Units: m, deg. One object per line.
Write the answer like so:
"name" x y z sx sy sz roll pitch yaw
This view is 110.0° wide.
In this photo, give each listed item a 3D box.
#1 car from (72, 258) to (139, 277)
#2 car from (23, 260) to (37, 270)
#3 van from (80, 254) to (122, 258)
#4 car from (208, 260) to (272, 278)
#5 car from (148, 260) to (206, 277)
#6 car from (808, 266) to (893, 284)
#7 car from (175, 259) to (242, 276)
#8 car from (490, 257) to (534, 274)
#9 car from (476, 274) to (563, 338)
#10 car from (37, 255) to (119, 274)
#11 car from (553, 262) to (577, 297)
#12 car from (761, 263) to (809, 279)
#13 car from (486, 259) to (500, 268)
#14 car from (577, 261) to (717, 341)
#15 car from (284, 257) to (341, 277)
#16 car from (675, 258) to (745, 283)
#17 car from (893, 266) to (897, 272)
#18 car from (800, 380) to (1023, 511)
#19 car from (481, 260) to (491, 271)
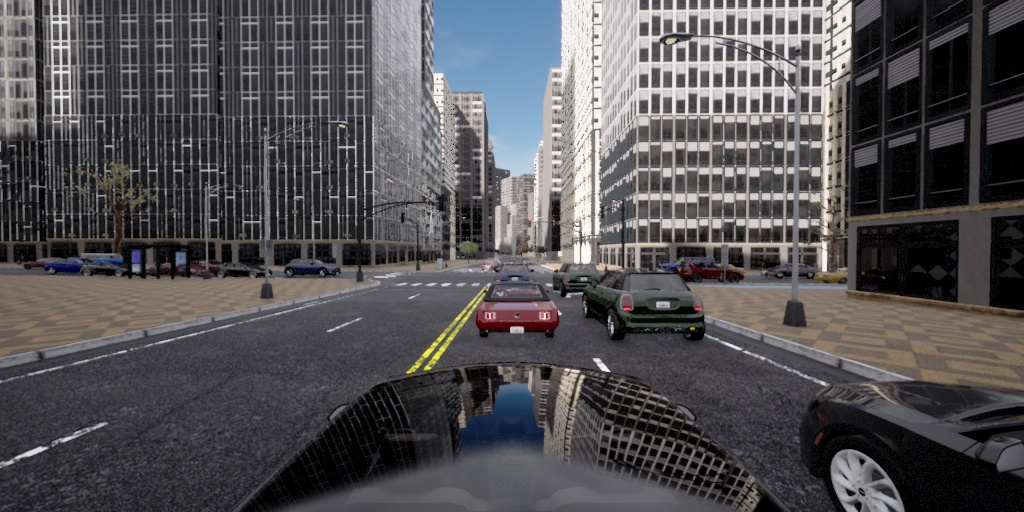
"car" -34.034 1.094 30.606 4.313 1.339 1.948 0 0 1
"car" -50.887 0.826 39.420 4.207 1.307 1.802 0 0 1
"van" -45.206 0.638 39.292 3.998 1.789 1.690 0 0 1
"car" -22.670 1.199 30.274 4.313 1.339 1.948 0 0 1
"car" -28.353 1.163 30.420 4.207 1.307 1.802 0 0 1
"car" 27.702 1.604 29.436 4.829 1.417 1.751 0 0 1
"car" -27.947 1.069 33.104 4.674 1.442 1.812 1 1 2
"car" 0.137 1.108 19.164 2.097 1.767 4.553 0 0 0
"car" 0.116 1.354 10.170 1.895 1.301 4.718 0 0 0
"car" -40.280 0.909 33.387 5.008 1.535 1.882 0 1 2
"car" 3.386 1.108 19.011 2.097 1.767 4.553 0 0 0
"car" 27.234 1.479 35.219 4.902 1.511 2.128 1 1 1
"car" -3.195 1.303 60.327 2.033 1.411 5.357 0 0 0
"car" 3.359 1.105 10.073 2.097 1.767 4.553 0 0 0
"car" -18.166 0.985 32.844 4.553 1.767 2.097 1 1 2
"car" 16.254 1.294 29.658 5.009 1.841 2.192 0 0 1
"car" 33.171 1.709 29.330 4.207 1.307 1.802 0 0 1
"car" 3.342 1.254 1.018 1.837 1.490 4.892 0 0 0
"car" -3.222 1.284 50.640 1.812 1.442 4.674 0 0 0
